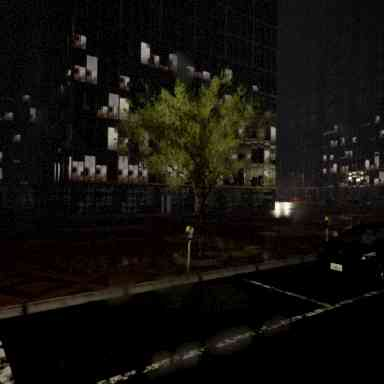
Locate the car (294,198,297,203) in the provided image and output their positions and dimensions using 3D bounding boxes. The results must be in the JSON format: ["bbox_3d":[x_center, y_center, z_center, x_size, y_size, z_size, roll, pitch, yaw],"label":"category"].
[{"bbox_3d":[27.392,2.127,88.274,1.802,1.307,4.206,1,-1,-20],"label":"car"}]

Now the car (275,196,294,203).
[{"bbox_3d":[21.931,1.798,80.287,1.967,1.590,4.097,1,-1,-20],"label":"car"}]

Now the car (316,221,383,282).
[{"bbox_3d":[5.555,1.574,9.817,4.313,1.339,1.947,0,1,-34],"label":"car"}]

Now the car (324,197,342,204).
[{"bbox_3d":[27.708,1.692,64.537,1.967,1.590,4.097,1,-1,-20],"label":"car"}]

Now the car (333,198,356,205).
[{"bbox_3d":[33.171,1.989,72.517,2.008,1.369,4.403,1,-1,-20],"label":"car"}]

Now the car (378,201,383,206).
[{"bbox_3d":[36.965,1.893,62.172,1.752,1.417,4.829,1,-1,-20],"label":"car"}]

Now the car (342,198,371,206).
[{"bbox_3d":[29.631,1.767,59.286,2.008,1.369,4.403,1,-1,-20],"label":"car"}]

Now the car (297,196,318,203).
[{"bbox_3d":[29.322,1.824,83.025,2.192,1.841,5.009,1,-1,-20],"label":"car"}]
